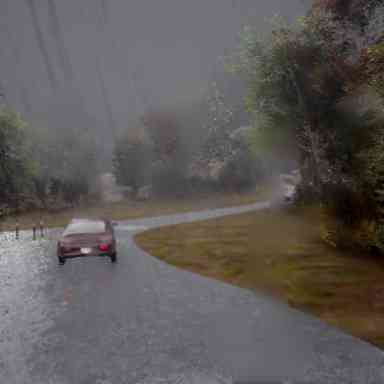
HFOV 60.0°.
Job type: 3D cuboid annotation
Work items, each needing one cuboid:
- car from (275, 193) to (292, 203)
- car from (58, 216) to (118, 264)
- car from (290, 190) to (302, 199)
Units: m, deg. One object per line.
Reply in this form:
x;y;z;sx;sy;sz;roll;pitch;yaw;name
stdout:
15.465;1.147;56.717;1.994;1.385;4.181;-3;0;27;car
-3.729;1.593;12.231;1.812;1.442;4.674;-1;0;-14;car
21.883;0.514;70.052;1.882;1.535;5.008;-1;2;24;car
